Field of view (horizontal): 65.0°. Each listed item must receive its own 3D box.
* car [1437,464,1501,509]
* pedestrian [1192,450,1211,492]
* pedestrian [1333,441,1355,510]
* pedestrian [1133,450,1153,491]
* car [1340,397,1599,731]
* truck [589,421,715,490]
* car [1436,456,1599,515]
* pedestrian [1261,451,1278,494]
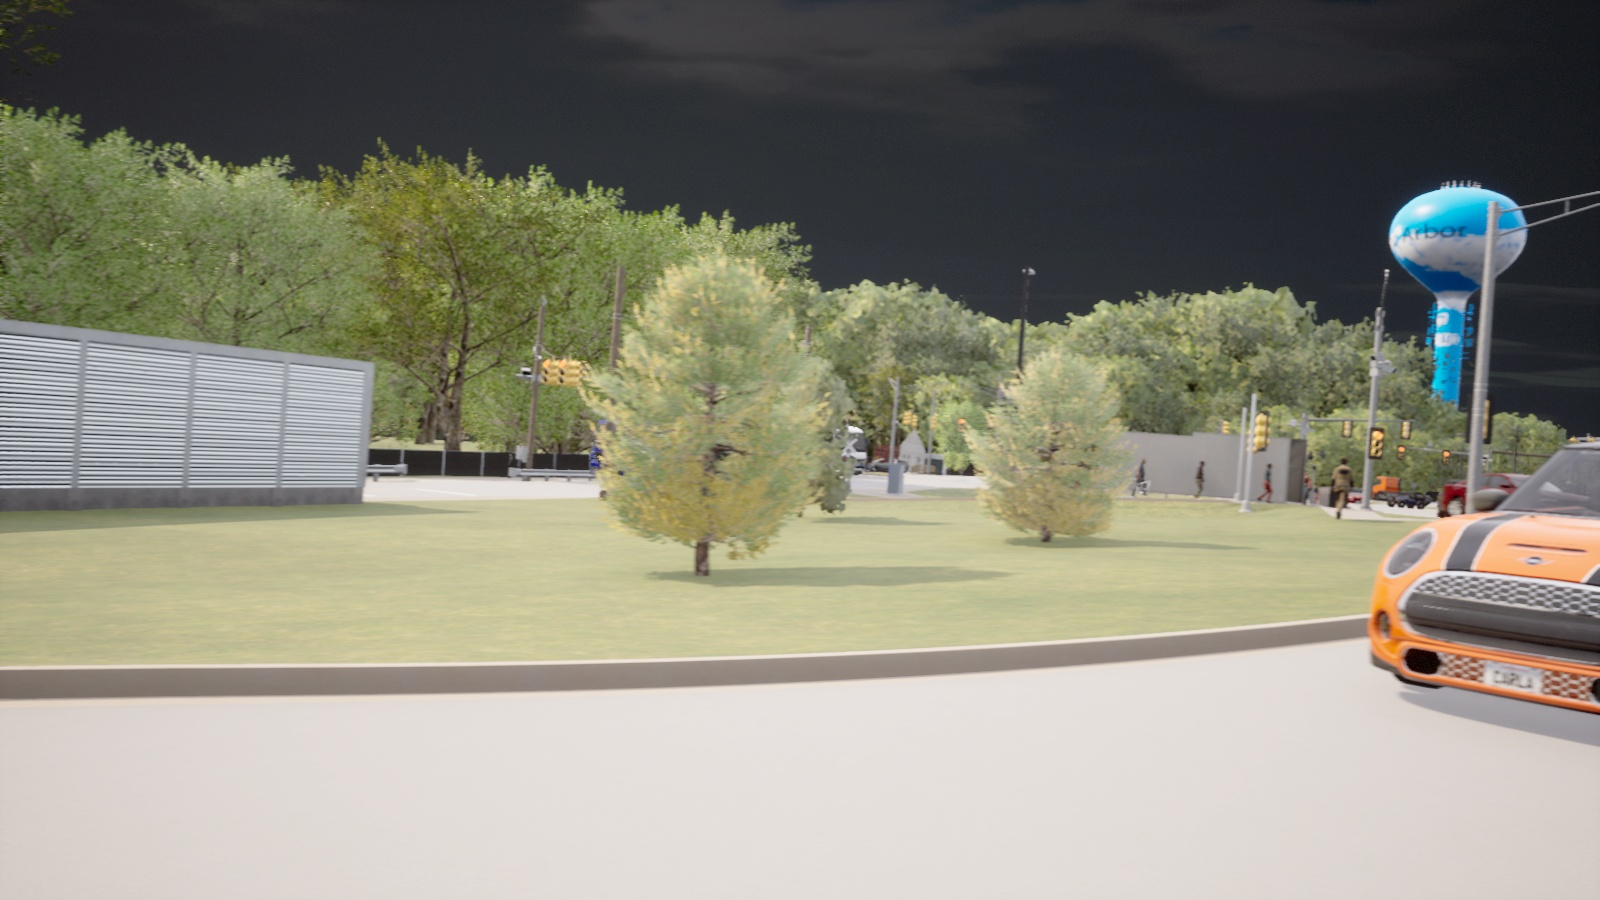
[{"bbox_3d":[30.280,1.655,56.964,1.905,1.878,3.866,3,-1,19],"label":"car"},{"bbox_3d":[18.225,0.962,56.949,0.703,1.840,0.431,3,-1,19],"label":"pedestrian"},{"bbox_3d":[15.384,0.729,35.510,0.396,1.930,0.692,3,-1,32],"label":"pedestrian"},{"bbox_3d":[15.514,0.929,56.792,0.694,1.848,0.540,3,-1,24],"label":"pedestrian"},{"bbox_3d":[5.816,0.593,8.306,4.553,1.767,2.097,0,1,-37],"label":"car"},{"bbox_3d":[-7.905,0.321,68.357,2.891,3.462,7.936,3,1,25],"label":"truck"},{"bbox_3d":[21.344,1.005,37.192,1.882,1.535,5.008,4,-1,-7],"label":"car"},{"bbox_3d":[20.539,0.987,54.913,0.614,1.847,0.353,3,-1,20],"label":"pedestrian"}]
